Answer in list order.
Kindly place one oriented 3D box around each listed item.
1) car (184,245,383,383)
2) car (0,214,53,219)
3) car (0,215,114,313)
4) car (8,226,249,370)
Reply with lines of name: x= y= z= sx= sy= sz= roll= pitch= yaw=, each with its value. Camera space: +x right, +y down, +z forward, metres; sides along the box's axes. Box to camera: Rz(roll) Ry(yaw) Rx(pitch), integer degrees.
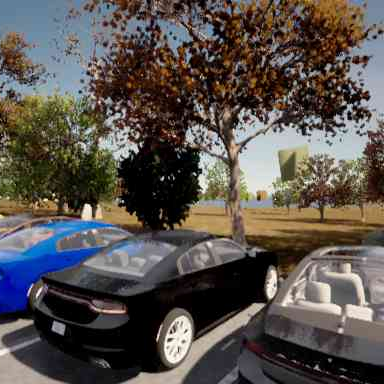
car: x=2.282 y=1.423 z=4.126 sx=2.231 sy=1.521 sz=4.892 roll=0 pitch=0 yaw=35
car: x=-4.651 y=1.408 z=9.043 sx=2.163 sy=1.488 sz=4.792 roll=1 pitch=1 yaw=35
car: x=-2.365 y=1.401 z=7.441 sx=2.097 sy=1.535 sz=5.008 roll=1 pitch=0 yaw=35
car: x=-0.094 y=1.416 z=5.821 sx=2.097 sy=1.535 sz=5.008 roll=0 pitch=0 yaw=36
